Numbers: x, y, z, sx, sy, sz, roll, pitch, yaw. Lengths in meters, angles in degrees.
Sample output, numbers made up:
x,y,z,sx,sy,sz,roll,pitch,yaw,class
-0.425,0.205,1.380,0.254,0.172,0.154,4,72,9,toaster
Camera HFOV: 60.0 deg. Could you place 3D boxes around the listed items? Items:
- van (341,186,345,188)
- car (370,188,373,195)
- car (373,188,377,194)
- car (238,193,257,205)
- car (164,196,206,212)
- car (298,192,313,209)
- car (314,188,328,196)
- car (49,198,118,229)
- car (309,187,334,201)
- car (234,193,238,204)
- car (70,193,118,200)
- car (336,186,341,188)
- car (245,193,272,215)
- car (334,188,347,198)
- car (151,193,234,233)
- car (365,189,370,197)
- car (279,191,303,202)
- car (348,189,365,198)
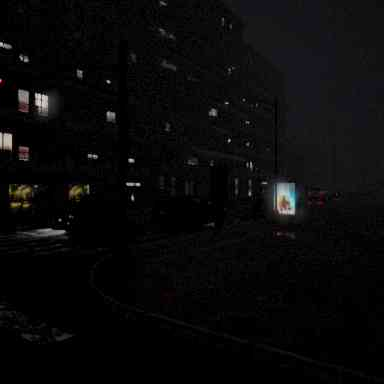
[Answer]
x,y,z,sx,sy,sz,roll,pitch,yaw,class
37.654,-0.447,85.992,1.690,1.788,3.998,2,2,35,van
34.995,0.095,67.627,1.887,1.381,4.507,1,2,35,car
38.183,-0.012,72.167,1.887,1.381,4.507,1,2,35,car
5.789,0.828,40.607,2.008,1.369,4.403,2,2,35,car
-0.584,1.069,31.529,1.802,1.307,4.206,2,2,35,car
9.498,0.964,31.307,1.947,1.339,4.313,1,2,35,car
28.094,-0.025,72.377,1.967,1.590,4.097,2,2,35,car
-5.921,1.296,19.531,1.994,1.385,4.181,0,1,37,car
18.906,0.232,49.245,2.150,2.045,5.566,0,1,35,car
2.070,0.826,30.822,2.097,1.767,4.553,0,1,35,car
-6.955,1.009,22.444,2.192,1.841,5.009,1,2,35,car
34.467,-0.240,81.456,1.967,1.590,4.097,2,2,35,car
6.311,1.069,26.766,1.947,1.339,4.313,1,2,35,car
25.090,0.405,58.053,1.895,1.301,4.718,0,1,35,car
-0.062,1.025,17.680,2.192,1.841,5.009,1,2,35,car
31.809,0.097,63.084,1.967,1.590,4.097,1,2,35,car
14.410,0.595,48.253,1.812,1.442,4.674,0,1,35,car
28.621,0.308,58.547,1.887,1.381,4.507,1,2,35,car
